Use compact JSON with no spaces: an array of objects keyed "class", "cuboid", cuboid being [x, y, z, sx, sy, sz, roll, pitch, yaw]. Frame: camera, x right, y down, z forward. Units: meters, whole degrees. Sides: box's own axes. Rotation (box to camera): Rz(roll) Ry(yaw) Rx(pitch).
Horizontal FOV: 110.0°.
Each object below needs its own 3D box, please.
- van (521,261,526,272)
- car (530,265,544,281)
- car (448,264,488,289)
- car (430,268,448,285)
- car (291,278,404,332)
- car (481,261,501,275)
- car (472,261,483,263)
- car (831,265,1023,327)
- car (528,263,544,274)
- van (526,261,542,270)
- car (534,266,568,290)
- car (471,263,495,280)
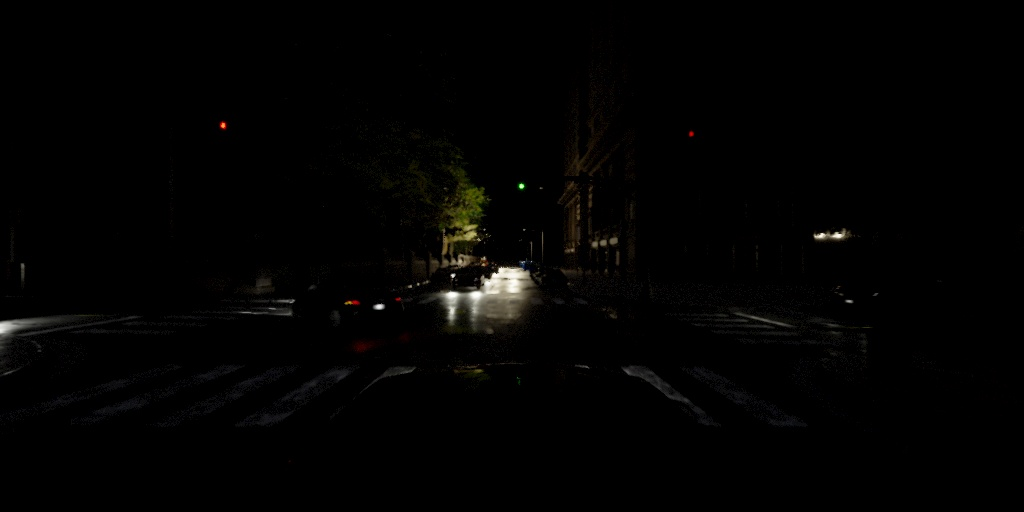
[{"class":"van","cuboid":[2.849,1.838,62.931,1.690,1.789,3.998,0,0,0]},{"class":"car","cuboid":[2.804,1.673,30.410,1.948,1.339,4.313,0,0,0]},{"class":"car","cuboid":[-3.060,1.536,26.108,1.882,1.535,5.008,0,-1,0]},{"class":"car","cuboid":[-5.721,1.665,30.441,2.007,1.370,4.403,0,0,0]},{"class":"car","cuboid":[-5.257,1.387,11.399,4.181,1.385,1.994,1,-1,41]},{"class":"car","cuboid":[-3.001,1.893,51.495,1.812,1.442,4.674,0,-1,0]},{"class":"car","cuboid":[-5.692,1.817,52.122,1.967,1.591,4.097,0,0,0]},{"class":"car","cuboid":[15.142,1.357,13.159,5.566,2.045,2.150,1,0,0]},{"class":"car","cuboid":[2.812,1.699,36.000,1.751,1.417,4.829,0,0,0]},{"class":"van","cuboid":[2.819,1.581,41.250,1.690,1.789,3.998,0,0,0]},{"class":"car","cuboid":[2.796,1.606,24.990,1.948,1.339,4.313,0,0,0]},{"class":"car","cuboid":[-3.042,1.718,36.919,1.812,1.442,4.674,0,-1,0]}]
